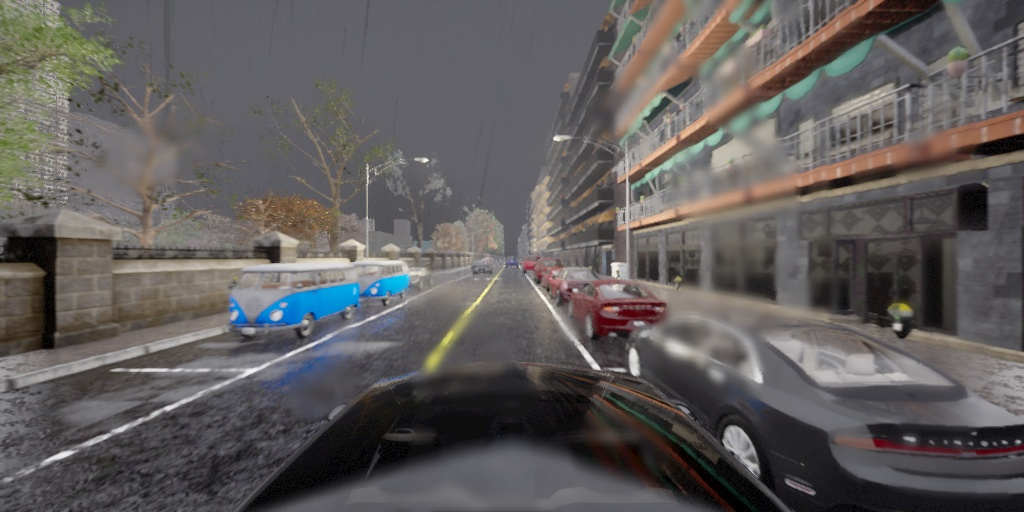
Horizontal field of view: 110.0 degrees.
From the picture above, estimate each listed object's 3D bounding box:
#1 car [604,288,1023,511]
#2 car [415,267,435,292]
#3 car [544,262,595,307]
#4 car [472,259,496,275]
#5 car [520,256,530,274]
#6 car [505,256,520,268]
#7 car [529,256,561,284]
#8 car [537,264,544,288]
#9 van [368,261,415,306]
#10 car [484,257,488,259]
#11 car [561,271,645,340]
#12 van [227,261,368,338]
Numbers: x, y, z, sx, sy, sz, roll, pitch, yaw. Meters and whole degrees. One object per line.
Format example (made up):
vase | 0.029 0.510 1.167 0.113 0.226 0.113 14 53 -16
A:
car | 2.691 1.300 4.212 2.007 1.370 4.403 0 0 0
car | -5.688 1.308 21.102 2.007 1.370 4.403 0 0 0
car | 2.692 1.194 15.471 1.967 1.591 4.097 0 0 0
car | -3.084 1.339 38.574 1.994 1.385 4.181 0 0 0
car | 2.397 1.008 42.472 2.150 2.045 5.566 0 0 0
car | 0.007 1.020 61.965 2.150 2.045 5.566 0 0 0
car | 2.693 1.077 26.731 2.192 1.841 5.009 0 0 0
car | 2.693 1.339 21.102 1.802 1.307 4.207 0 0 0
van | -5.688 1.094 15.471 1.690 1.789 3.998 0 0 0
car | -5.685 1.367 60.515 1.948 1.339 4.313 0 0 0
car | 2.691 1.297 9.841 1.888 1.381 4.507 0 0 0
van | -5.689 1.092 9.842 1.690 1.789 3.998 0 0 0
